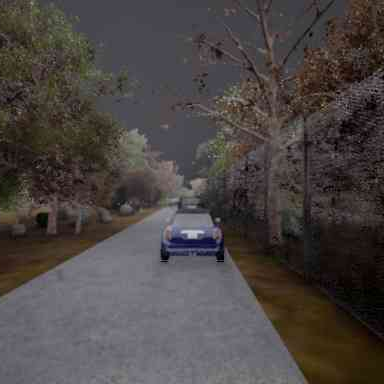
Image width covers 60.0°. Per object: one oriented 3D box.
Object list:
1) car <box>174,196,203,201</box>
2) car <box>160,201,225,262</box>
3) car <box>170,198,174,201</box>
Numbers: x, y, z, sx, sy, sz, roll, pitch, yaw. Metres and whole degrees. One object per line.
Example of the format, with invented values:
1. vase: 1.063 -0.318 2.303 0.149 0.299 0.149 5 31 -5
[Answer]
1. car: -0.022 1.316 26.513 2.150 2.045 5.566 0 0 0
2. car: 0.032 1.396 12.523 2.097 1.767 4.553 0 0 0
3. car: -3.052 1.867 58.349 1.837 1.490 4.892 0 -1 0
